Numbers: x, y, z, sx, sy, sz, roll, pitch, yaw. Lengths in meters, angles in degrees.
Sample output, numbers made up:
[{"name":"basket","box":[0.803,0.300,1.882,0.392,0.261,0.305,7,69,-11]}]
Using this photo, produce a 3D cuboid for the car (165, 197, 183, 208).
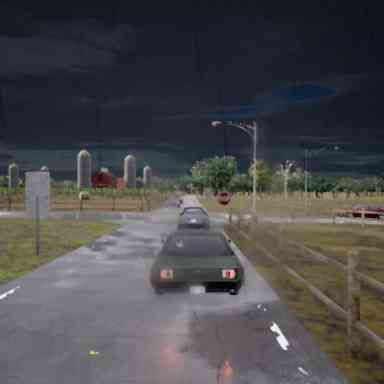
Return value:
[{"name":"car","box":[-2.822,1.528,49.993,2.097,1.767,4.553,0,0,0]}]

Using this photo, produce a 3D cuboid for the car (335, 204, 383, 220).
[{"name":"car","box":[16.926,1.949,33.147,5.008,1.535,1.882,1,1,0]}]

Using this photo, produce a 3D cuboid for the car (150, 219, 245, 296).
[{"name":"car","box":[0.108,1.637,8.721,1.895,1.301,4.718,0,0,0]}]

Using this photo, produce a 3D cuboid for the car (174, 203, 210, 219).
[{"name":"car","box":[0.101,1.646,21.183,1.994,1.385,4.181,0,0,0]}]

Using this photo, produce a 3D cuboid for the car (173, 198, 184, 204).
[{"name":"car","box":[-2.743,1.820,68.473,1.895,1.301,4.718,0,0,0]}]
